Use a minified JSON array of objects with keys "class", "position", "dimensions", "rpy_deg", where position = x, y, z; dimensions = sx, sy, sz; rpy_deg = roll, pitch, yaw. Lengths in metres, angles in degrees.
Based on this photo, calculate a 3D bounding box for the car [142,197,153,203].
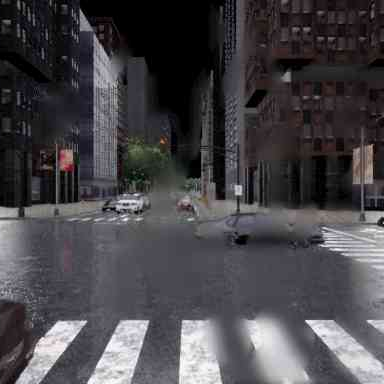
[{"class":"car","position":[-9.533,1.668,71.439],"dimensions":[1.802,1.307,4.206],"rpy_deg":[0,0,-1]}]

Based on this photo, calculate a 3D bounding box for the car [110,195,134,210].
[{"class":"car","position":[-9.285,1.335,44.310],"dimensions":[2.192,1.841,5.009],"rpy_deg":[0,0,-1]}]

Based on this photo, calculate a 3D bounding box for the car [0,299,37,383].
[{"class":"car","position":[-2.698,1.547,1.435],"dimensions":[2.033,1.411,5.357],"rpy_deg":[0,0,1]}]

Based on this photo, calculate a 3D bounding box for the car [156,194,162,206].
[{"class":"car","position":[-6.709,1.398,55.748],"dimensions":[2.097,1.767,4.553],"rpy_deg":[0,0,0]}]

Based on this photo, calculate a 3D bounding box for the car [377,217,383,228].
[{"class":"car","position":[14.096,1.787,20.943],"dimensions":[4.181,1.385,1.994],"rpy_deg":[1,0,0]}]

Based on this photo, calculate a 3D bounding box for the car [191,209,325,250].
[{"class":"car","position":[2.712,1.615,14.155],"dimensions":[5.357,1.411,2.033],"rpy_deg":[1,0,0]}]

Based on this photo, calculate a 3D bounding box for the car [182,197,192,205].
[{"class":"car","position":[-0.909,1.603,60.658],"dimensions":[1.887,1.381,4.507],"rpy_deg":[0,0,-1]}]

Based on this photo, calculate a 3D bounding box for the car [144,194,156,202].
[{"class":"car","position":[-9.583,1.417,76.865],"dimensions":[2.192,1.841,5.009],"rpy_deg":[0,0,-1]}]

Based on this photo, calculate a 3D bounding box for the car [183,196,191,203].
[{"class":"car","position":[-1.009,1.612,71.677],"dimensions":[1.752,1.417,4.829],"rpy_deg":[0,0,-1]}]

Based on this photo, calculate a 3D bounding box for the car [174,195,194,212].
[{"class":"car","position":[-0.711,1.448,38.959],"dimensions":[1.967,1.590,4.097],"rpy_deg":[0,0,-1]}]

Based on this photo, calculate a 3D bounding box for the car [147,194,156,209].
[{"class":"car","position":[-6.627,1.375,45.547],"dimensions":[2.097,1.767,4.553],"rpy_deg":[0,0,0]}]

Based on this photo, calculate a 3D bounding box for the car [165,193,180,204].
[{"class":"car","position":[-3.614,1.562,65.602],"dimensions":[2.128,1.511,4.902],"rpy_deg":[0,0,0]}]

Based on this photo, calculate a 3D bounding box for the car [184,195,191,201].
[{"class":"car","position":[-1.157,1.574,87.782],"dimensions":[1.967,1.590,4.097],"rpy_deg":[0,0,-1]}]

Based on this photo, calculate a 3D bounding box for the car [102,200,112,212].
[{"class":"car","position":[-9.235,1.574,38.884],"dimensions":[1.947,1.339,4.313],"rpy_deg":[0,0,-1]}]

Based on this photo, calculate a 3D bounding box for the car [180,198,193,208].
[{"class":"car","position":[-0.809,1.614,49.808],"dimensions":[1.802,1.307,4.206],"rpy_deg":[0,0,-1]}]

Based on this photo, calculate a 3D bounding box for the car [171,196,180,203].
[{"class":"car","position":[-3.803,1.694,75.790],"dimensions":[1.895,1.301,4.718],"rpy_deg":[0,0,-1]}]

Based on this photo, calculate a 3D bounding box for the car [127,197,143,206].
[{"class":"car","position":[-9.382,1.570,54.991],"dimensions":[1.752,1.417,4.829],"rpy_deg":[0,0,-1]}]

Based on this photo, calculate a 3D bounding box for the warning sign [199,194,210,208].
[{"class":"warning sign","position":[1.567,1.131,42.650],"dimensions":[1.300,1.860,1.060],"rpy_deg":[0,0,-1]}]

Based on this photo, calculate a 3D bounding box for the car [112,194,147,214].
[{"class":"car","position":[-6.540,1.223,35.522],"dimensions":[2.150,2.045,5.566],"rpy_deg":[0,0,-1]}]
